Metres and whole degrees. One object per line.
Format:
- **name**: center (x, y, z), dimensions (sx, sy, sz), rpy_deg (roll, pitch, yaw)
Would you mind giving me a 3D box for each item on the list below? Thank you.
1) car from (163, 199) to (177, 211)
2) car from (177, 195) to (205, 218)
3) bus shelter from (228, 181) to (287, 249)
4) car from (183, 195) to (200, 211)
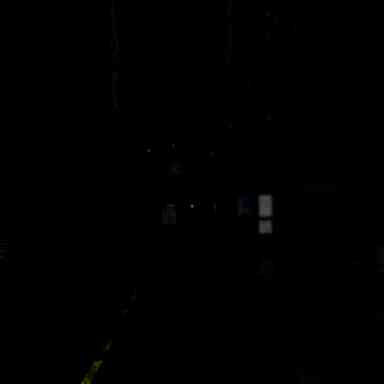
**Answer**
- **car**: center (-2.563, 1.647, 42.923), dimensions (2.128, 1.511, 4.902), rpy_deg (0, -1, 0)
- **car**: center (0.030, 1.337, 31.481), dimensions (2.150, 2.045, 5.566), rpy_deg (0, 0, 1)
- **bus shelter**: center (2.863, 0.932, 15.320), dimensions (1.920, 2.740, 3.880), rpy_deg (0, -1, 0)
- **car**: center (0.005, 1.383, 45.135), dimensions (2.150, 2.045, 5.566), rpy_deg (0, 0, 1)
